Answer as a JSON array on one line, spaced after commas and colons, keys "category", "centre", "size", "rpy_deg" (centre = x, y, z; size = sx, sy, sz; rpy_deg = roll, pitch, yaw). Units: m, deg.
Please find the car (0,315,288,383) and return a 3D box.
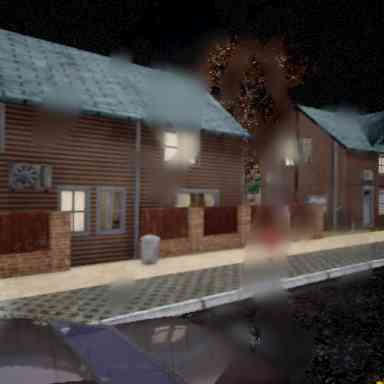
[{"category": "car", "centre": [-1.716, 1.542, 1.457], "size": [5.357, 1.411, 2.033], "rpy_deg": [0, 0, -37]}]
